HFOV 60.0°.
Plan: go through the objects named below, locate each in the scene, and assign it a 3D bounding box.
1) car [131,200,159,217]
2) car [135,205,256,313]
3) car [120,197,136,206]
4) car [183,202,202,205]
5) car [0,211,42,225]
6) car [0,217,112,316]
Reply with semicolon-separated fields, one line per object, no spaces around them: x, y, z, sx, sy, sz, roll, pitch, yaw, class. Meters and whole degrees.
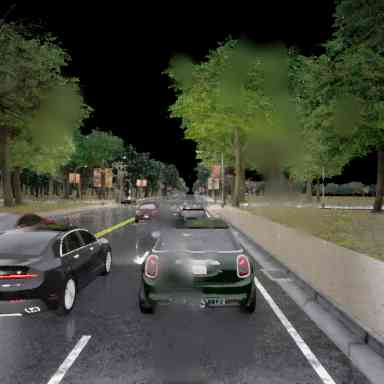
-3.192;1.535;25.435;1.812;1.442;4.674;0;0;0;car
0.089;1.352;7.818;2.097;1.767;4.553;0;0;0;car
-9.835;1.445;51.873;1.895;1.301;4.718;0;0;0;car
0.057;1.499;24.216;2.128;1.511;4.902;0;0;0;car
-6.619;1.478;11.850;1.882;1.535;5.008;0;0;0;car
-3.162;1.505;7.545;1.837;1.490;4.892;0;0;0;car
